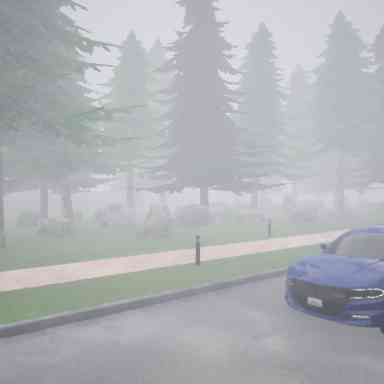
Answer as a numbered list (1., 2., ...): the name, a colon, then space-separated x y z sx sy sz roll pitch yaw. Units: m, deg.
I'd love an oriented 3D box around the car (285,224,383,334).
1. car: 3.961 1.442 6.845 5.008 1.535 1.882 -1 -2 -37
